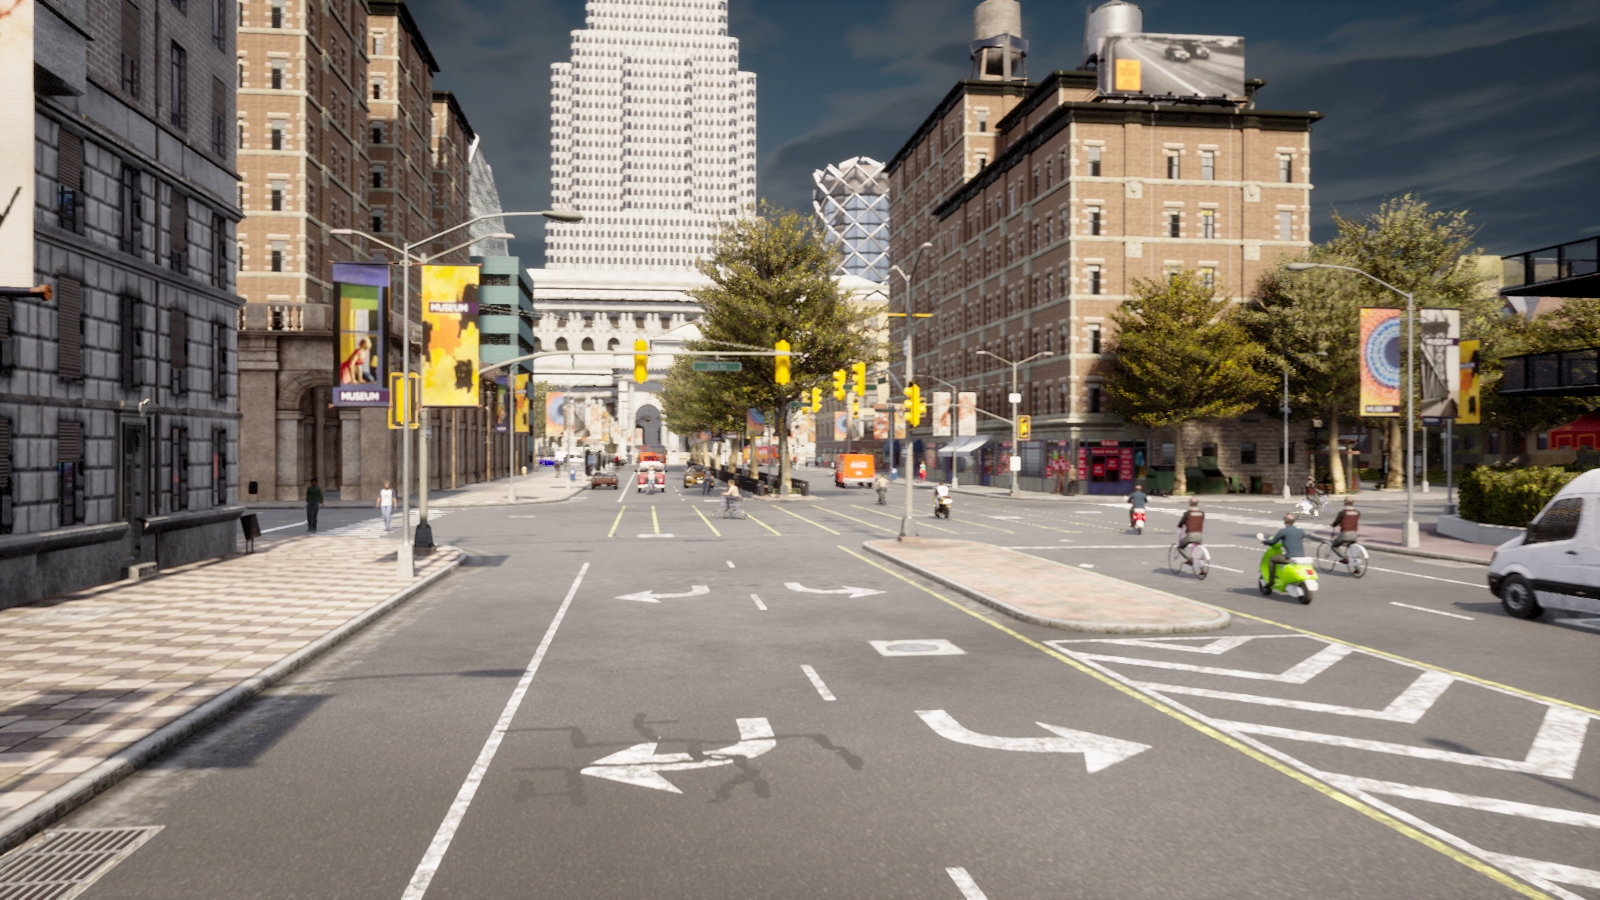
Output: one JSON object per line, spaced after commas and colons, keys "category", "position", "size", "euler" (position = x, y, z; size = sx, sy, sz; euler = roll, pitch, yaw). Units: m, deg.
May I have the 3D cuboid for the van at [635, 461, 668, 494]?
{"category": "van", "position": [-9.812, 1.773, 75.307], "size": [2.069, 2.038, 4.480], "euler": [0, 1, -8]}

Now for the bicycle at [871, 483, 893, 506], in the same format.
{"category": "bicycle", "position": [4.144, 2.253, 57.864], "size": [0.859, 1.080, 1.487], "euler": [0, 0, -8]}

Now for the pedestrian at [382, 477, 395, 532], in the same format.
{"category": "pedestrian", "position": [-14.003, 1.849, 38.861], "size": [0.375, 1.860, 0.375], "euler": [0, 0, -12]}

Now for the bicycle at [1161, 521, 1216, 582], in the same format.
{"category": "bicycle", "position": [8.514, 2.208, 25.080], "size": [0.329, 1.171, 1.835], "euler": [0, 0, -9]}

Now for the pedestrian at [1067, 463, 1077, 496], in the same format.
{"category": "pedestrian", "position": [15.441, 1.692, 64.888], "size": [0.375, 1.860, 0.375], "euler": [0, 0, -21]}

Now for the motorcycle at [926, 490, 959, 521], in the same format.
{"category": "motorcycle", "position": [5.721, 2.210, 46.040], "size": [0.803, 1.145, 2.033], "euler": [0, 0, -8]}

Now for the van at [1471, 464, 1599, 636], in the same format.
{"category": "van", "position": [13.124, 1.532, 17.184], "size": [1.988, 2.561, 5.915], "euler": [0, 0, -8]}

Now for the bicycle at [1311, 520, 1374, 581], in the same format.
{"category": "bicycle", "position": [12.043, 2.208, 25.417], "size": [0.329, 1.171, 1.835], "euler": [0, 0, -8]}

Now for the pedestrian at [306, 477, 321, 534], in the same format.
{"category": "pedestrian", "position": [-16.244, 1.848, 38.183], "size": [0.375, 1.860, 0.375], "euler": [0, 0, -9]}

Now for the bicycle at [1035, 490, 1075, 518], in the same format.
{"category": "bicycle", "position": [10.645, 2.253, 47.718], "size": [1.487, 1.080, 0.859], "euler": [0, 1, 26]}
